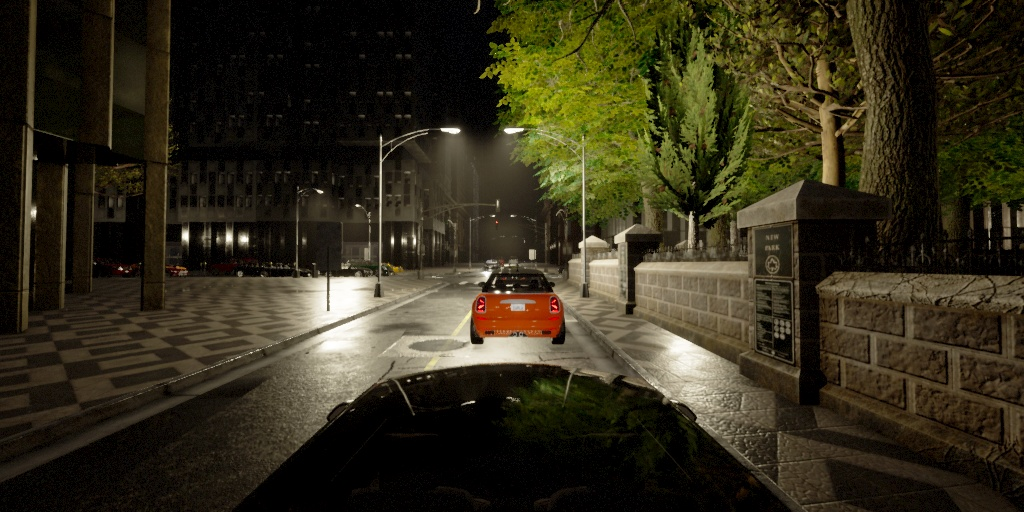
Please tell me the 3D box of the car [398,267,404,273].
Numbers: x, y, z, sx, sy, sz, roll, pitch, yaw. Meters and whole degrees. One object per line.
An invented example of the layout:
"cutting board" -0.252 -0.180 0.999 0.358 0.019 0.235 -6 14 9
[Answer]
"car" -14.599 1.426 40.008 4.829 1.417 1.751 0 0 1

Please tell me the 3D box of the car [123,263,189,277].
"car" -31.044 1.321 31.650 4.207 1.307 1.802 0 0 1

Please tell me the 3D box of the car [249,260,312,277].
"car" -20.019 1.290 31.539 4.313 1.339 1.948 0 0 1

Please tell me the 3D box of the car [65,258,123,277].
"car" -36.557 1.062 31.706 5.009 1.841 2.192 0 0 1

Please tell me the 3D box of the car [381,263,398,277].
"car" -13.737 1.126 34.156 4.553 1.767 2.097 0 -1 0

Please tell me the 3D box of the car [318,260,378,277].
"car" -14.506 1.268 31.484 4.403 1.370 2.007 0 0 1

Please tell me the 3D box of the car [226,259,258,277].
"car" -23.882 1.292 34.256 4.892 1.490 1.837 0 -1 0

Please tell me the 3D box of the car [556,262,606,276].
"car" 7.133 1.335 37.378 4.892 1.490 1.837 0 -1 5

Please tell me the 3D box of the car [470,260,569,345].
"car" 0.130 1.107 9.707 2.097 1.767 4.553 0 0 0

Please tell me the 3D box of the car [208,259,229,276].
"car" -30.966 1.238 40.173 5.009 1.841 2.192 0 0 1

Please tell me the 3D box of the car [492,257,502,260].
"car" -2.873 1.326 50.770 2.128 1.511 4.902 0 0 0

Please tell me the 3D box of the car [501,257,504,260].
"car" -2.809 1.370 61.145 1.837 1.490 4.892 0 0 1
